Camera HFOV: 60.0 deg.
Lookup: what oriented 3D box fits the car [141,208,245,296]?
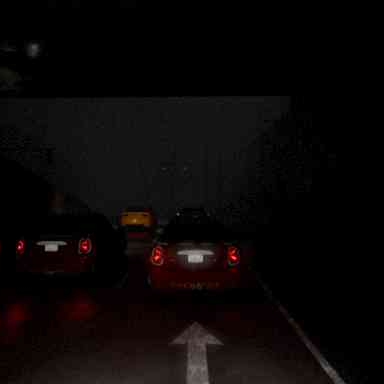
[{"bbox_3d":[0.077,1.400,8.952,2.097,1.767,4.553,0,0,0],"label":"car"}]

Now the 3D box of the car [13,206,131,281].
[{"bbox_3d":[-3.418,1.406,10.214,2.097,1.767,4.553,0,0,0],"label":"car"}]

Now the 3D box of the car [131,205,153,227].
[{"bbox_3d":[-3.453,1.598,22.399,1.882,1.535,5.008,0,0,0],"label":"car"}]

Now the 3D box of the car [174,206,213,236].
[{"bbox_3d":[0.065,1.656,20.243,2.033,1.411,5.357,0,0,0],"label":"car"}]
